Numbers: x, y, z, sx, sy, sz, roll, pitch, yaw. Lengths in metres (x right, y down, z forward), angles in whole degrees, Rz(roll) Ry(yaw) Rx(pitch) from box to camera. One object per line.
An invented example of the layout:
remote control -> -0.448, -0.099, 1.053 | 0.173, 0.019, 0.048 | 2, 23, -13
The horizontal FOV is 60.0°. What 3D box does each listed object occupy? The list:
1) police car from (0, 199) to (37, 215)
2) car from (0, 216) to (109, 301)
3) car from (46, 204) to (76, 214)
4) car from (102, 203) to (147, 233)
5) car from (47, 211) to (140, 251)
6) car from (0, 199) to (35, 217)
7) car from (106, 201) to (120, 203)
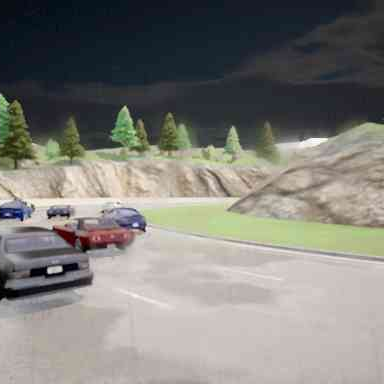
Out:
police car -> -19.820, 1.656, 38.112 | 2.038, 1.542, 4.974 | 0, -1, -2
car -> -4.399, 1.583, 8.424 | 2.033, 1.411, 5.357 | 1, 0, -42
car -> -11.832, 1.745, 30.387 | 1.895, 1.301, 4.718 | 0, 0, -12
car -> -4.235, 1.642, 20.117 | 1.812, 1.442, 4.674 | 0, 0, -31
car -> -4.266, 1.674, 13.775 | 1.895, 1.301, 4.718 | 1, 0, -38
car -> -14.699, 1.588, 27.816 | 1.882, 1.535, 5.008 | 0, 0, -15
car -> -9.207, 1.741, 38.873 | 1.812, 1.442, 4.674 | 0, 0, -2
